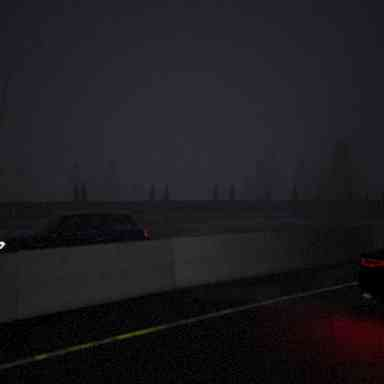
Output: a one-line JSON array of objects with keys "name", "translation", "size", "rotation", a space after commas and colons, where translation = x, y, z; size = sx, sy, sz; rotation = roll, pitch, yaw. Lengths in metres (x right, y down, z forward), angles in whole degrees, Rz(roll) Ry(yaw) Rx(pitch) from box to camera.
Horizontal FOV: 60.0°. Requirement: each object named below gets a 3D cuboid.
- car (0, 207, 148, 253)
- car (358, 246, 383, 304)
[{"name": "car", "translation": [-3.550, 1.358, 9.708], "size": [4.553, 1.767, 2.097], "rotation": [0, 0, -32]}, {"name": "car", "translation": [5.596, 1.490, 6.826], "size": [5.008, 1.535, 1.882], "rotation": [0, 0, -29]}]
